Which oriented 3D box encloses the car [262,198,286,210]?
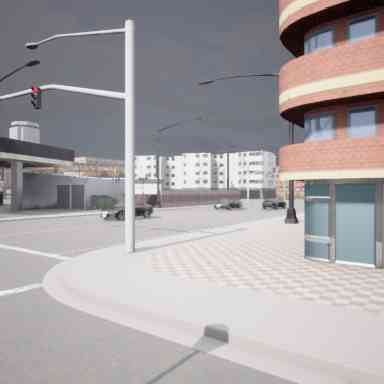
[{"bbox_3d":[10.839,1.491,43.727,2.128,1.511,4.902,0,0,35],"label":"car"}]

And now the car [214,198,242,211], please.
[{"bbox_3d":[4.520,1.492,41.058,2.128,1.511,4.902,0,0,35],"label":"car"}]

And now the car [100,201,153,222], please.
[{"bbox_3d":[-5.209,1.490,26.979,2.128,1.511,4.902,0,0,35],"label":"car"}]
